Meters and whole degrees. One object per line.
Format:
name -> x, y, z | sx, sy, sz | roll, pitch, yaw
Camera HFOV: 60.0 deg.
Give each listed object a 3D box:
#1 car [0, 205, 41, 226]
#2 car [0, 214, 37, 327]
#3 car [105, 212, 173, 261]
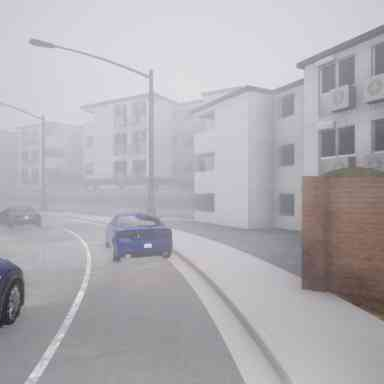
car -> -11.591, 1.565, 22.309 | 1.994, 1.385, 4.181 | 0, 0, -39
car -> -3.849, 1.351, 4.084 | 2.097, 1.767, 4.553 | 0, 0, -7
car -> -2.142, 1.478, 12.425 | 1.882, 1.535, 5.008 | 0, 0, -19
